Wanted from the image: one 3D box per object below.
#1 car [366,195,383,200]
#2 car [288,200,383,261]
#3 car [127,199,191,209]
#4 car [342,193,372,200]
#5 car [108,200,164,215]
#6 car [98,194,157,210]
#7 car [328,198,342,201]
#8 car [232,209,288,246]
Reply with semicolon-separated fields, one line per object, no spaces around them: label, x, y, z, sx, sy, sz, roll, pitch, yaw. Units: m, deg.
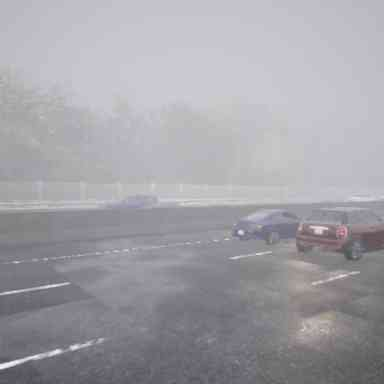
car;29.149;1.553;50.490;5.357;1.411;2.033;0;0;-35
car;6.003;1.352;12.453;4.553;1.767;2.097;0;0;-36
car;-2.374;1.543;28.036;5.357;1.411;2.033;0;0;-35
car;27.009;1.236;53.263;5.566;2.045;2.150;0;0;-35
car;-5.684;1.541;34.245;5.357;1.411;2.033;0;0;-35
car;-5.571;1.218;30.070;5.566;2.045;2.150;0;0;-35
car;24.968;1.607;56.101;4.718;1.301;1.895;0;0;-35
car;3.926;1.525;15.272;4.674;1.442;1.812;0;0;-36
